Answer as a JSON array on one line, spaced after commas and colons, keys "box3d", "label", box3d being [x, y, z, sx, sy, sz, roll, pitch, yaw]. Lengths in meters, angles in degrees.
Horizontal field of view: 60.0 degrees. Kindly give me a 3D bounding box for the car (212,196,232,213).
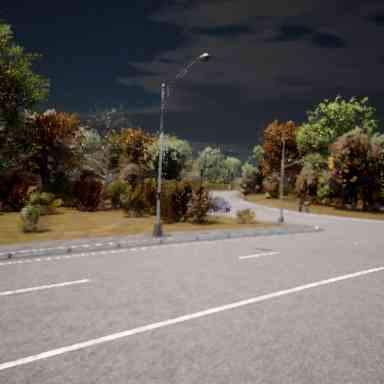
[{"box3d": [3.514, 1.655, 46.018, 2.150, 2.045, 5.566, 3, 1, -18], "label": "car"}]
